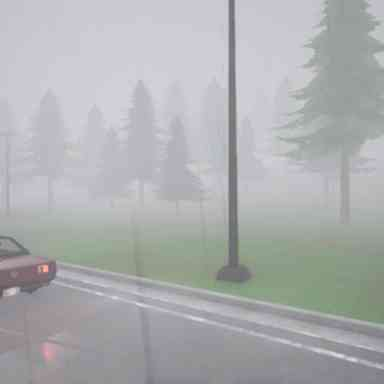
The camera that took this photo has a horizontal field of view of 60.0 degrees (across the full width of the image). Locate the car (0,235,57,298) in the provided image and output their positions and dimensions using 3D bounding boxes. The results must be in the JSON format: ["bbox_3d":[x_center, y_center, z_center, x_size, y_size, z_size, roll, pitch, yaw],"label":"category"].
[{"bbox_3d":[-5.308,1.667,7.760,4.718,1.301,1.895,-1,0,35],"label":"car"}]
